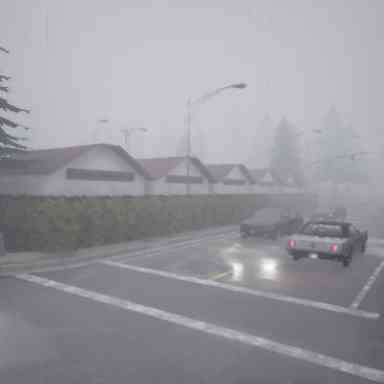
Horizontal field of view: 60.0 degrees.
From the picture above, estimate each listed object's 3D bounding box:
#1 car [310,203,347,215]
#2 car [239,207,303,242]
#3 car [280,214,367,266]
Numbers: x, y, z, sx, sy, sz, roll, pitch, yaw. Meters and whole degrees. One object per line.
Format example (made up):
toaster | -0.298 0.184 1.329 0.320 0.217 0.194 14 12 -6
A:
car | 11.129 1.627 26.888 2.033 1.411 5.357 1 1 36
car | 4.229 1.558 17.311 1.882 1.535 5.008 1 1 36
car | 5.151 1.732 12.317 1.895 1.301 4.718 1 1 36
